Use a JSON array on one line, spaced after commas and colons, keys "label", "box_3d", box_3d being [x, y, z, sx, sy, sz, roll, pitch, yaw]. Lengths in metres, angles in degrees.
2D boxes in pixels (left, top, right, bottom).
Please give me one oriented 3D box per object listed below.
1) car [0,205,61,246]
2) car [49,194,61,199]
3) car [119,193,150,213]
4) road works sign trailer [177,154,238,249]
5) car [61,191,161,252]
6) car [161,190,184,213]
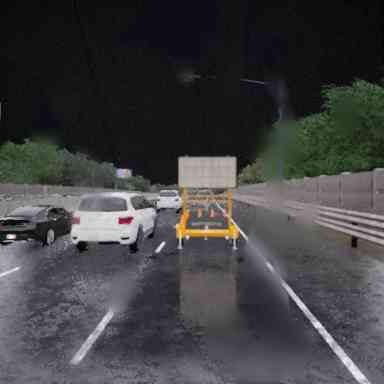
[{"label": "car", "box_3d": [-6.268, 1.302, 14.162, 1.837, 1.490, 4.892, 0, 1, 2]}, {"label": "car", "box_3d": [-22.254, 1.036, 55.611, 1.812, 1.442, 4.674, 0, 1, 2]}, {"label": "car", "box_3d": [-5.543, 0.996, 32.602, 2.097, 1.767, 4.553, 0, 0, 2]}, {"label": "road works sign trailer", "box_3d": [0.618, 0.274, 13.548, 2.380, 3.560, 2.880, 0, 1, 2]}, {"label": "car", "box_3d": [-2.795, 1.035, 13.090, 2.150, 2.045, 5.566, 0, 1, 3]}, {"label": "car", "box_3d": [-2.059, 0.872, 32.132, 2.150, 2.045, 5.566, 0, 0, 2]}]
